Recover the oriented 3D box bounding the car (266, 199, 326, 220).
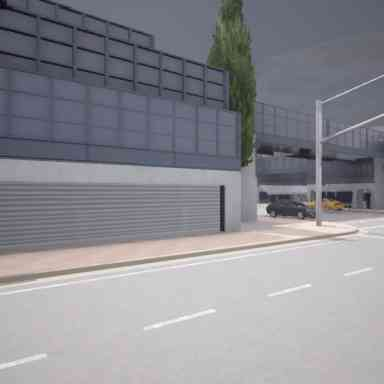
[{"bbox_3d":[8.712,1.518,28.924,1.837,1.490,4.892,0,0,-37],"label":"car"}]

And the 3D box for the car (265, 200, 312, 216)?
[{"bbox_3d":[9.679,1.579,33.477,1.994,1.385,4.181,0,0,-37],"label":"car"}]

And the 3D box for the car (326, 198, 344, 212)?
[{"bbox_3d":[14.904,1.497,38.530,1.882,1.535,5.008,0,0,-37],"label":"car"}]
